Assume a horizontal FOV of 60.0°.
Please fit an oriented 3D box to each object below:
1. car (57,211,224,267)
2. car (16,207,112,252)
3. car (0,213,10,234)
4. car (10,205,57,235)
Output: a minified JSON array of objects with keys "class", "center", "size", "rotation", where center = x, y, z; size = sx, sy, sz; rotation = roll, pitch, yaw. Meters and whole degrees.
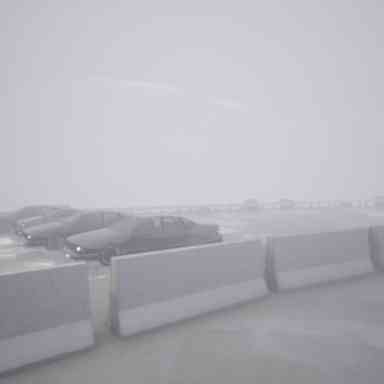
[{"class":"car","center":[-1.459,1.469,11.333],"size":[5.357,1.411,2.033],"rotation":[-1,1,-33]},{"class":"car","center":[-4.070,1.468,13.793],"size":[5.357,1.411,2.033],"rotation":[-1,1,-33]},{"class":"car","center":[-8.906,1.462,18.978],"size":[5.357,1.411,2.033],"rotation":[-1,1,-34]},{"class":"car","center":[-6.385,1.481,16.397],"size":[4.181,1.385,1.994],"rotation":[-1,1,-33]}]
